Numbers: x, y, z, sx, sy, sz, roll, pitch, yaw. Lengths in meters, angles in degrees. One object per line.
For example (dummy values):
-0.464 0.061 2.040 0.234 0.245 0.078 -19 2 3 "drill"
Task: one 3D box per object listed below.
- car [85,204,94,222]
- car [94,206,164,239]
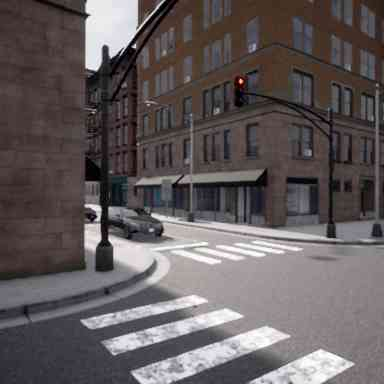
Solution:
-8.866 1.431 25.095 2.033 1.411 5.357 0 0 -36 "car"
-3.209 1.469 17.171 1.812 1.442 4.674 0 0 -35 "car"
